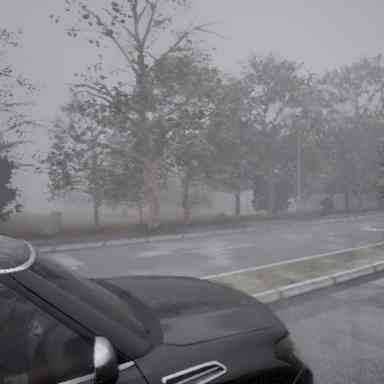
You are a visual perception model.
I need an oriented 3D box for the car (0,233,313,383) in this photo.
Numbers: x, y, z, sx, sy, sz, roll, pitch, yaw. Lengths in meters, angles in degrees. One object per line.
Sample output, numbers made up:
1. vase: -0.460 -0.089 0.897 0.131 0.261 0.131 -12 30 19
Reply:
1. car: -1.701 1.222 1.901 5.566 2.045 2.150 0 0 -35
